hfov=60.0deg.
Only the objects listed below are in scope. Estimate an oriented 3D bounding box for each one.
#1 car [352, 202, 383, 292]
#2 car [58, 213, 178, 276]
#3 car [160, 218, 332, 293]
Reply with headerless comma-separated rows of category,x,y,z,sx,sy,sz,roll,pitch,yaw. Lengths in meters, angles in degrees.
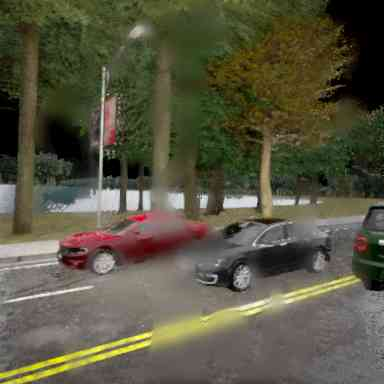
car,5.953,1.208,7.688,5.566,2.045,2.150,0,0,-36
car,-1.574,1.471,10.548,5.008,1.535,1.882,0,0,-36
car,1.793,1.495,8.957,4.892,1.490,1.837,0,0,-35
